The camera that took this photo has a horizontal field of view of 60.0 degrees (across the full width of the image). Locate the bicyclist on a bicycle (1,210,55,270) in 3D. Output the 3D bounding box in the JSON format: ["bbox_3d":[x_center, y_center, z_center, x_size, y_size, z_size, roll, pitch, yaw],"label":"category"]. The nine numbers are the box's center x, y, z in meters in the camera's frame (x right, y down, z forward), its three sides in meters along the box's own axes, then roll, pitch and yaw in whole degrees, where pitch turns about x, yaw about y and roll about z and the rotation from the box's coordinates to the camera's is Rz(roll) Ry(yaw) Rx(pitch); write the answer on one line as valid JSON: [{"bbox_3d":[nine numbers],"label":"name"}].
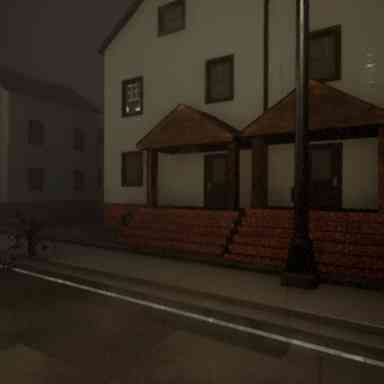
[{"bbox_3d":[-4.751,1.307,9.609,0.582,1.620,1.656,0,9,34],"label":"bicyclist on a bicycle"}]
